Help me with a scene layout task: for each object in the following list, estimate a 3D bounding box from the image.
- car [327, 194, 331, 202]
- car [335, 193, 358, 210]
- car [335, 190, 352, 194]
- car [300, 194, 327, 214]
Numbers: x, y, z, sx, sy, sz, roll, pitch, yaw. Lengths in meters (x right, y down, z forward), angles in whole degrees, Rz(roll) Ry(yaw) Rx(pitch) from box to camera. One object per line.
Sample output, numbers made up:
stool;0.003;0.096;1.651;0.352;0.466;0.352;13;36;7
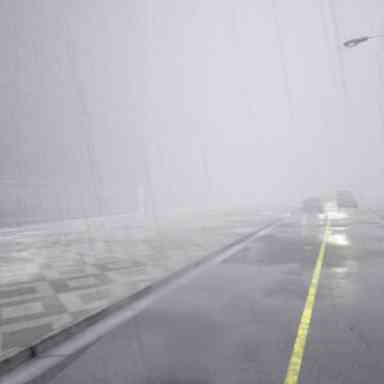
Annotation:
car;23.214;1.030;58.450;1.812;1.442;4.674;-2;0;24
car;16.971;1.165;36.330;1.994;1.385;4.181;-2;0;23
car;20.897;0.735;45.632;2.150;2.045;5.566;-2;0;24
car;11.800;1.269;32.452;1.837;1.490;4.892;-2;0;24
